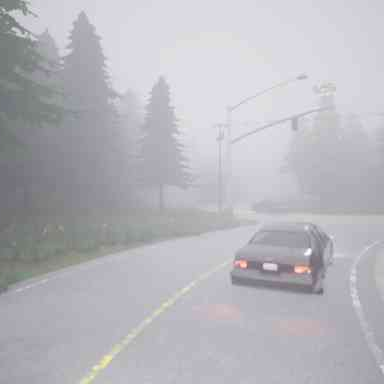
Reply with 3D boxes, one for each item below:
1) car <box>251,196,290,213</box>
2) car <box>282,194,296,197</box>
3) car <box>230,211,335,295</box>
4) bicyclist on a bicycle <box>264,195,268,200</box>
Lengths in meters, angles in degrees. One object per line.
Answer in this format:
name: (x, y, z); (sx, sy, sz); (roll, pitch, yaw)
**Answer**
car: (7.461, 1.370, 31.994); (1.994, 1.385, 4.181); (0, 0, -22)
car: (19.007, 1.072, 64.509); (4.902, 1.511, 2.128); (-1, 1, -44)
car: (2.602, 1.486, 8.736); (2.033, 1.411, 5.357); (0, 0, 26)
bicyclist on a bicycle: (8.950, 1.203, 40.209); (1.656, 1.620, 0.582); (0, 0, -1)
